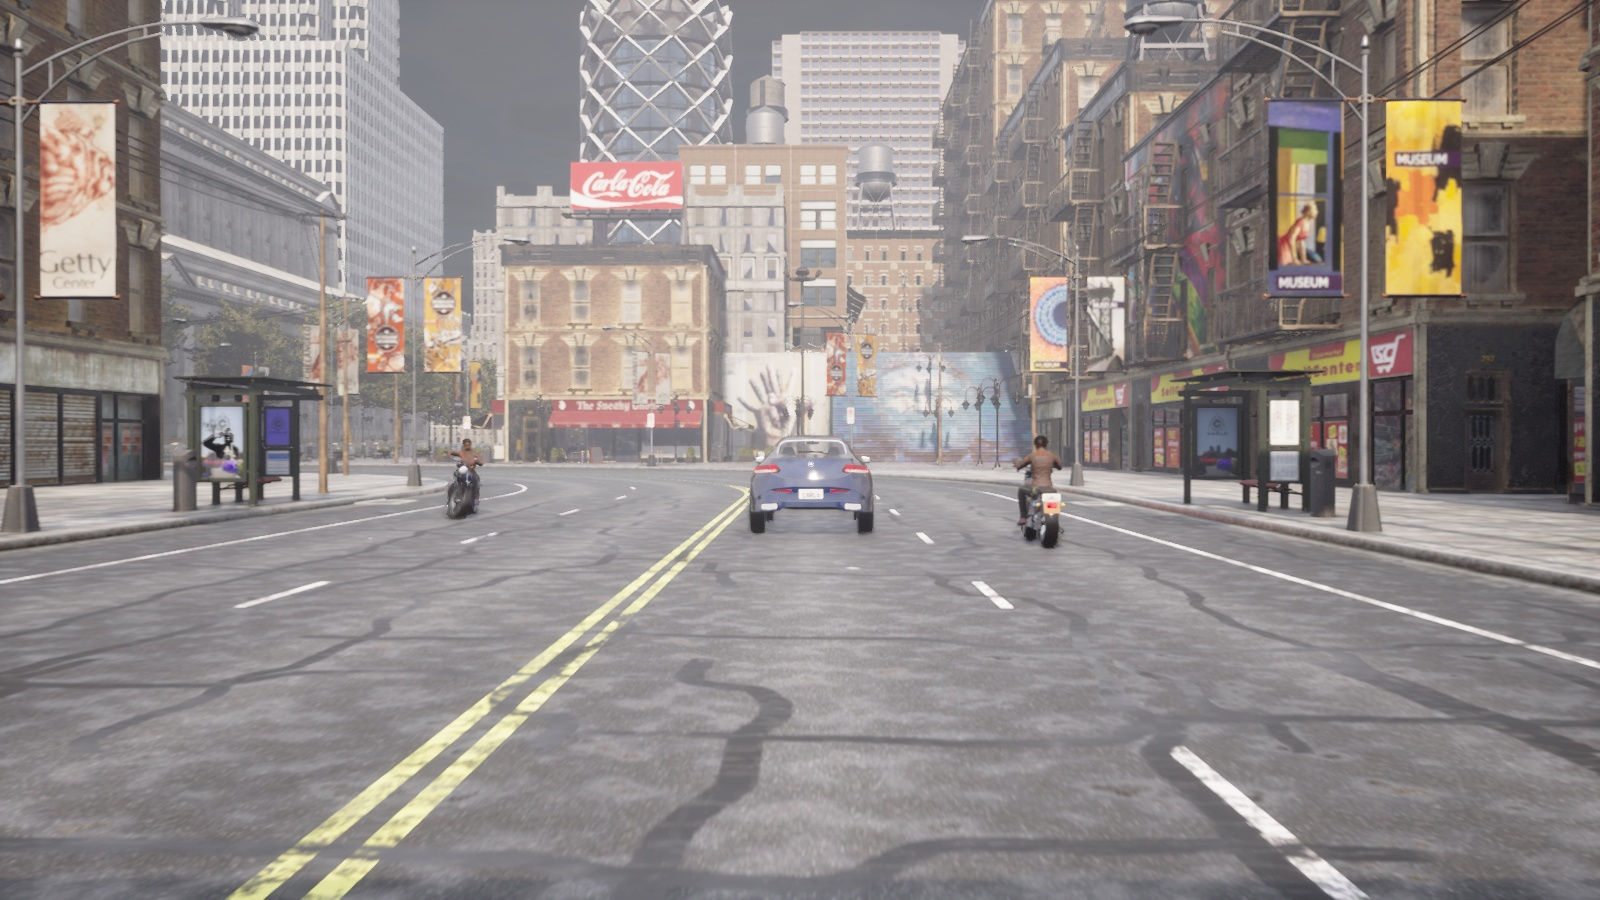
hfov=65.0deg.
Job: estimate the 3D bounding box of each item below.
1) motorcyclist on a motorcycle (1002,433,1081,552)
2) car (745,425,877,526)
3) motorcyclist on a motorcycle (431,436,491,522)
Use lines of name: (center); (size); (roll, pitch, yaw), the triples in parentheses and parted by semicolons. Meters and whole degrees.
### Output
motorcyclist on a motorcycle: (3.555, 0.597, 18.699); (0.766, 1.649, 2.350); (0, 0, 1)
car: (0.225, 0.398, 22.916); (2.152, 1.651, 5.027); (0, 0, 1)
motorcyclist on a motorcycle: (-6.852, 0.550, 25.497); (0.766, 1.649, 2.350); (2, 1, -6)
